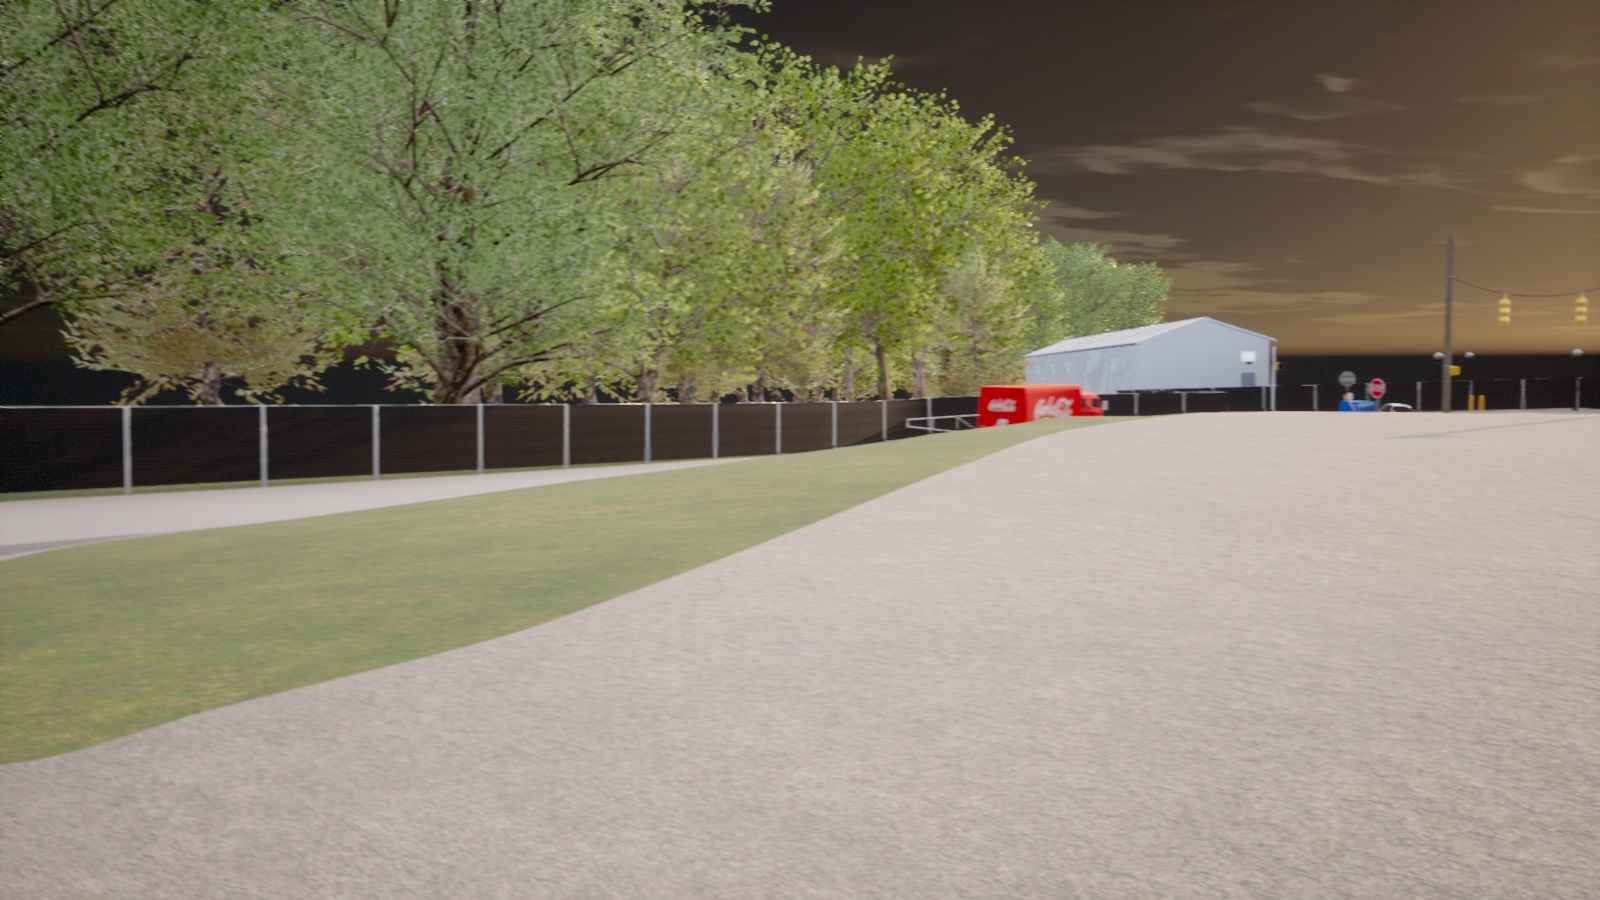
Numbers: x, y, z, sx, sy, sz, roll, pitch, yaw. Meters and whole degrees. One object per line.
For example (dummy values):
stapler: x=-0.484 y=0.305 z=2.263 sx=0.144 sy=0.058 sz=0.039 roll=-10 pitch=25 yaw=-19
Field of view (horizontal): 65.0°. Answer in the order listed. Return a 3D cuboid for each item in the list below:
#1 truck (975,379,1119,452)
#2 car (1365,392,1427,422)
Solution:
truck: x=9.287 y=-1.372 z=46.960 sx=5.204 sy=2.467 sz=2.627 roll=-4 pitch=5 yaw=-42
car: x=28.780 y=-2.079 z=60.654 sx=2.207 sy=1.376 sz=1.481 roll=-1 pitch=4 yaw=-5
